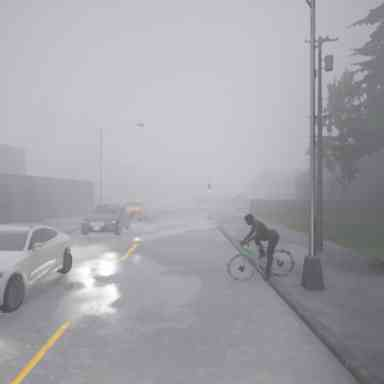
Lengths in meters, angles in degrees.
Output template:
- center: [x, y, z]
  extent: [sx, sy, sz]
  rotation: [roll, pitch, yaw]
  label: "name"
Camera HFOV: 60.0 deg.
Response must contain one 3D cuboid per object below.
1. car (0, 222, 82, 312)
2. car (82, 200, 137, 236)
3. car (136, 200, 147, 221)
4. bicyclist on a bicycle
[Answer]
- center: [-4.248, 1.497, 7.751]
  extent: [1.812, 1.442, 4.674]
  rotation: [0, 0, -2]
  label: "car"
- center: [-4.521, 1.425, 17.986]
  extent: [2.128, 1.511, 4.902]
  rotation: [0, 0, -1]
  label: "car"
- center: [-4.639, 1.381, 26.024]
  extent: [1.882, 1.535, 5.008]
  rotation: [0, 0, -1]
  label: "car"
- center: [1.643, 1.351, 8.179]
  extent: [1.656, 1.620, 0.582]
  rotation: [-6, 0, -1]
  label: "bicyclist on a bicycle"
